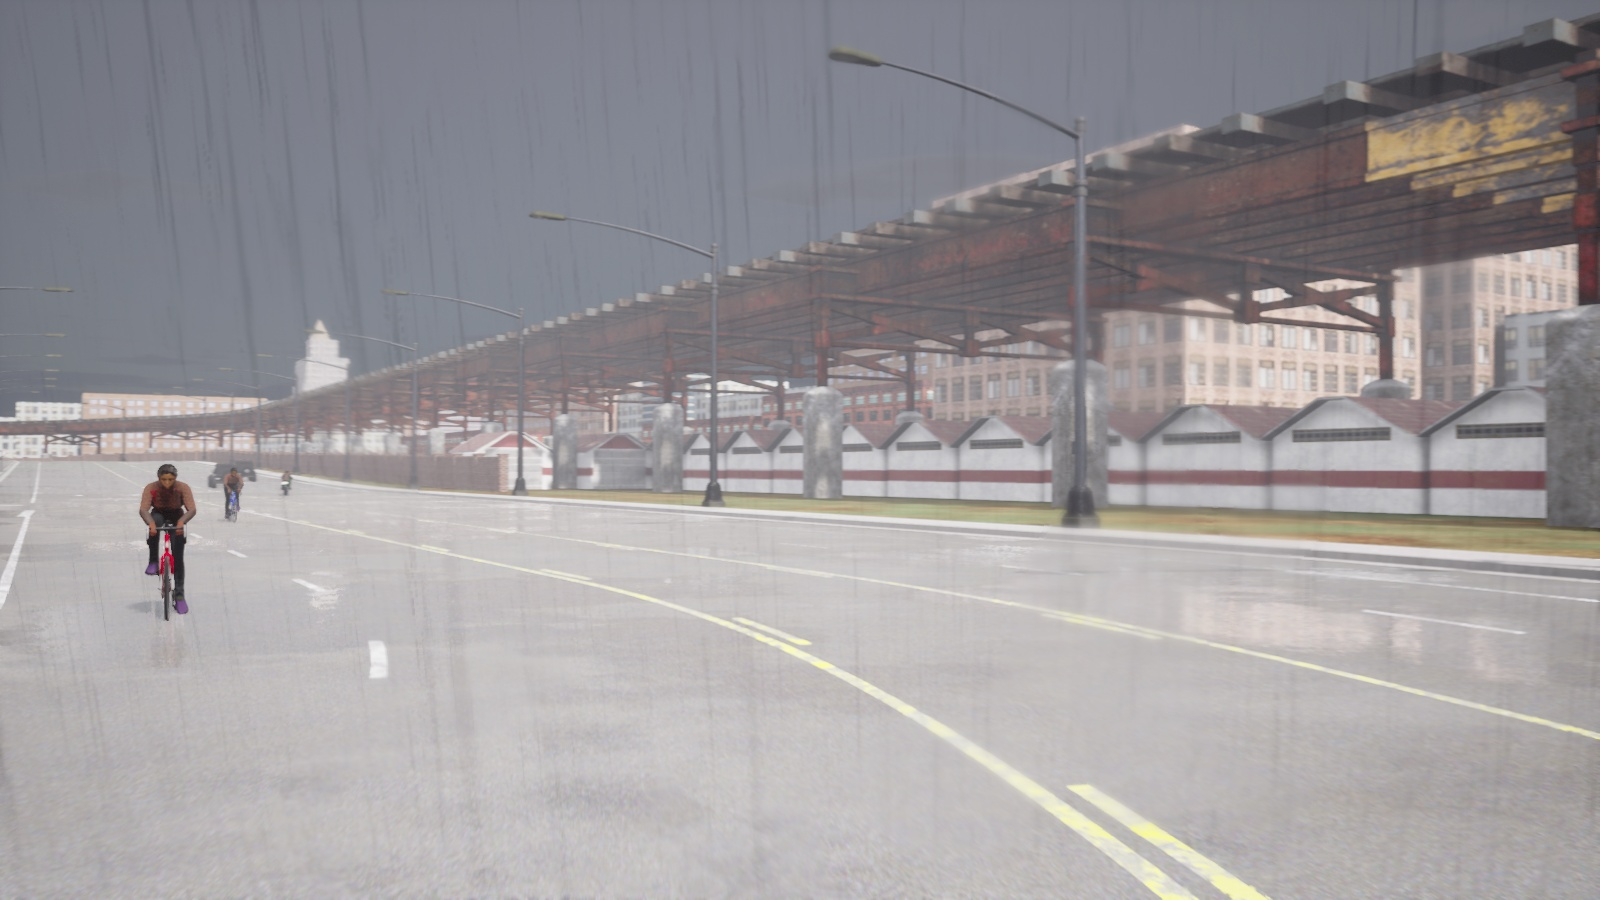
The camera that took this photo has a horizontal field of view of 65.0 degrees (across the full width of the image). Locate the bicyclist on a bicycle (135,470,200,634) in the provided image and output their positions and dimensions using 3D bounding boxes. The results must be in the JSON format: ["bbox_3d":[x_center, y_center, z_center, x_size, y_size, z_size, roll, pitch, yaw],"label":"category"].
[{"bbox_3d":[-6.735,1.027,13.384,0.582,1.620,1.656,0,-1,-27],"label":"bicyclist on a bicycle"}]

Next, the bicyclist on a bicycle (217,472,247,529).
[{"bbox_3d":[-16.706,1.475,36.946,0.582,1.620,1.656,0,-1,-32],"label":"bicyclist on a bicycle"}]
